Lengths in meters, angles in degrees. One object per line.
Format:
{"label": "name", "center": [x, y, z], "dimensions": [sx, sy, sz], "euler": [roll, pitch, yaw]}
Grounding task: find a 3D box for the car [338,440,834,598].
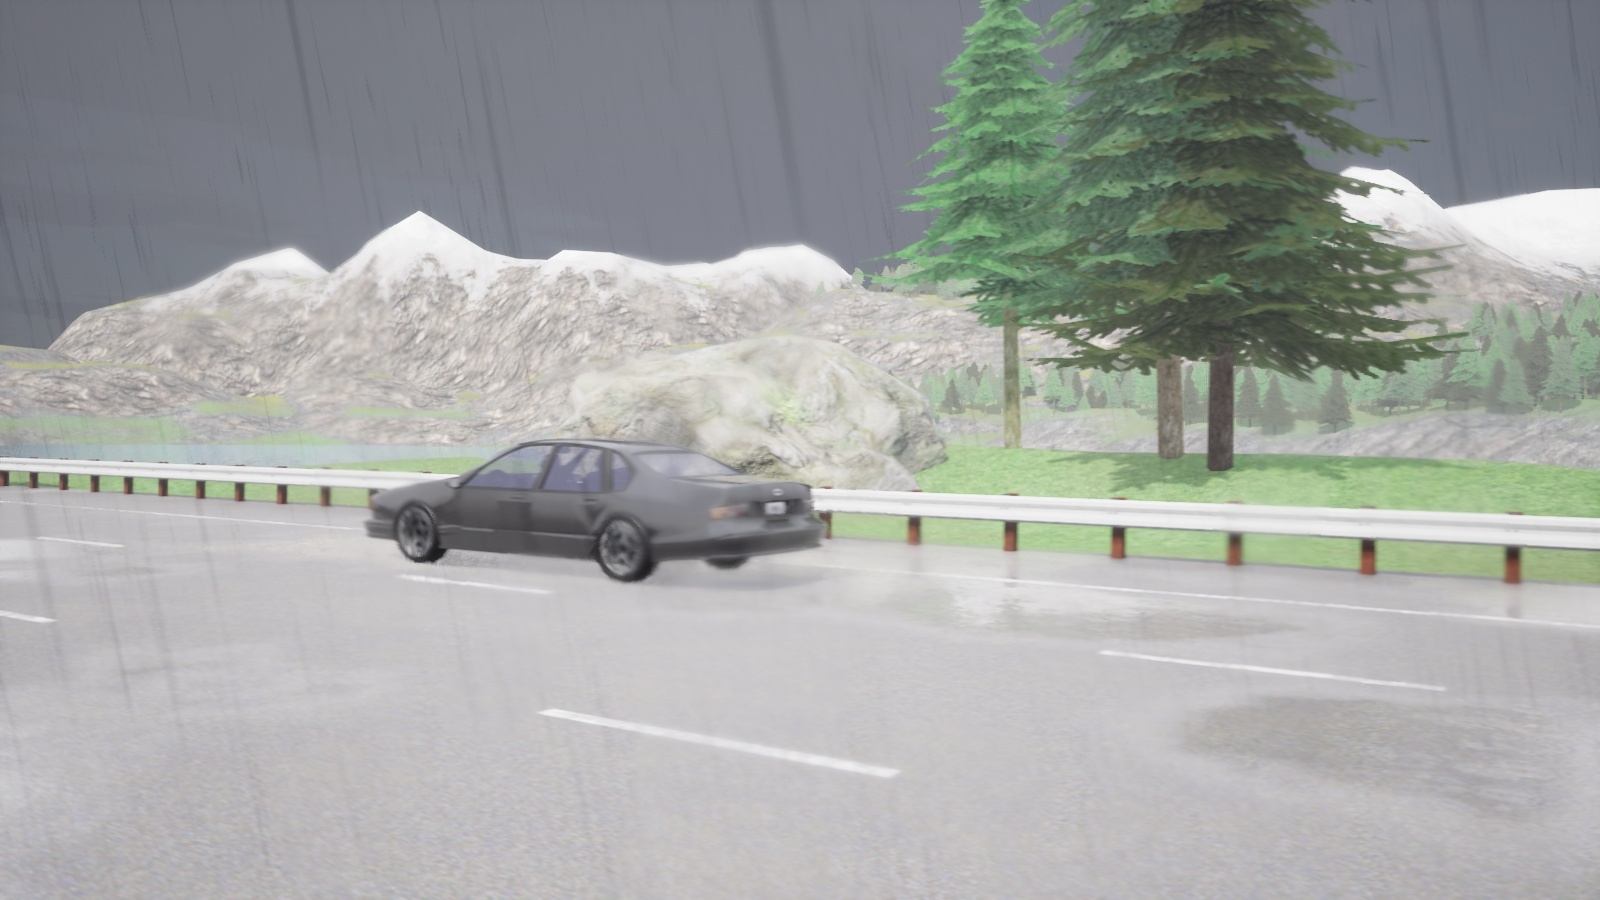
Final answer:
{"label": "car", "center": [-2.451, 0.615, 13.656], "dimensions": [5.357, 1.411, 2.033], "euler": [0, 1, 34]}
